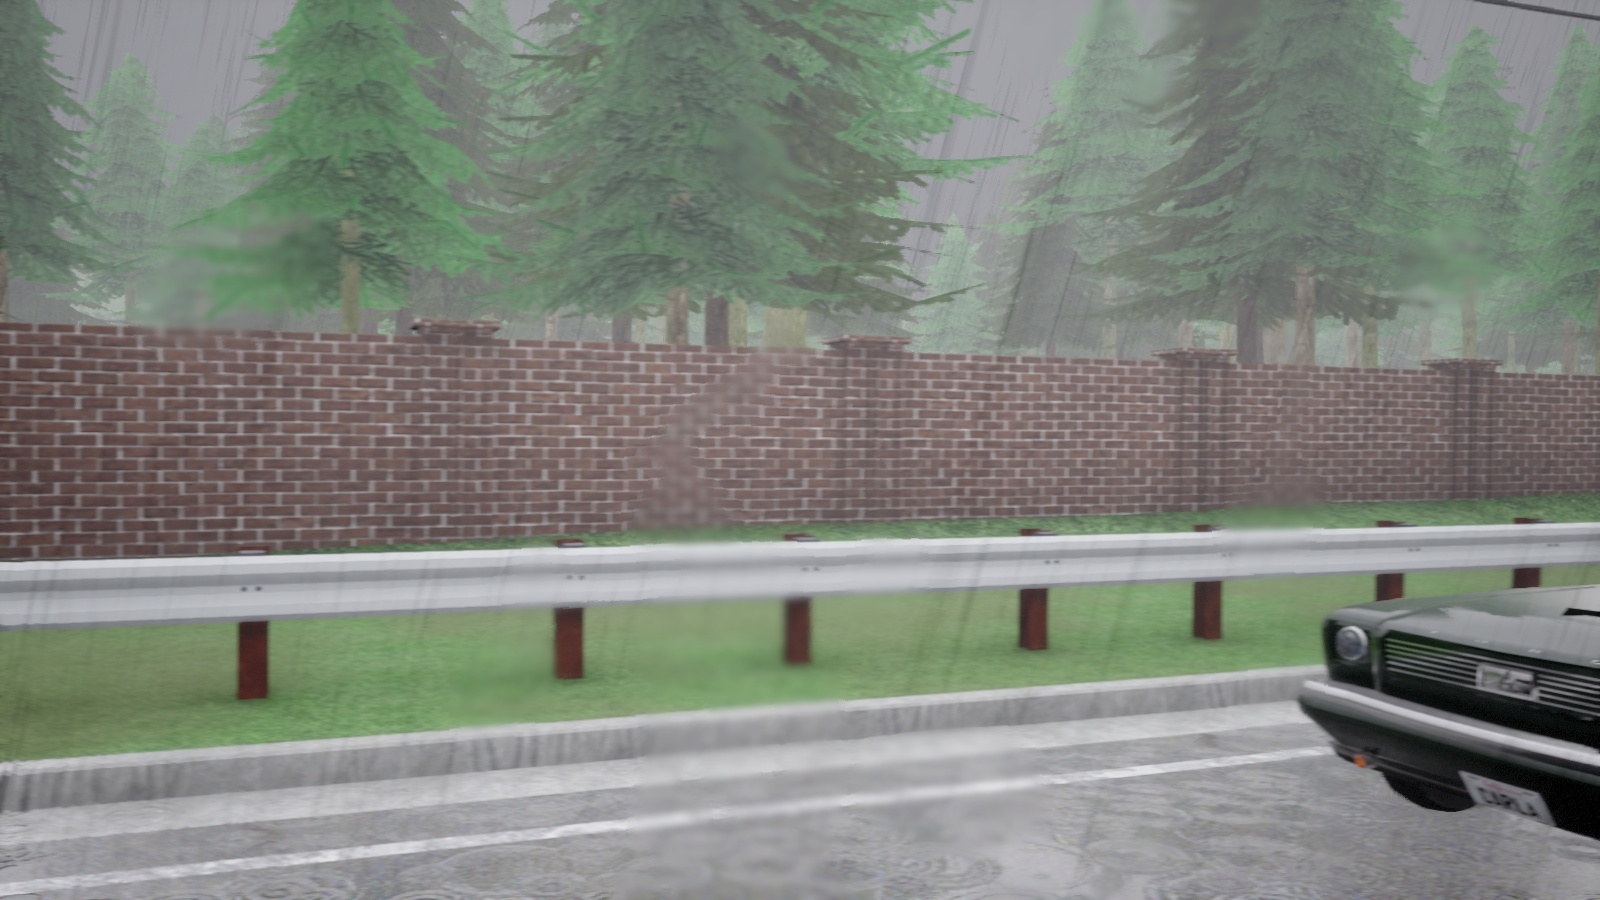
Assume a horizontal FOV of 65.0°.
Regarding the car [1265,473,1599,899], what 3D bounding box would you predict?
[{"bbox_3d":[4.393,0.756,5.026,4.718,1.301,1.895,-1,1,-23],"label":"car"}]
